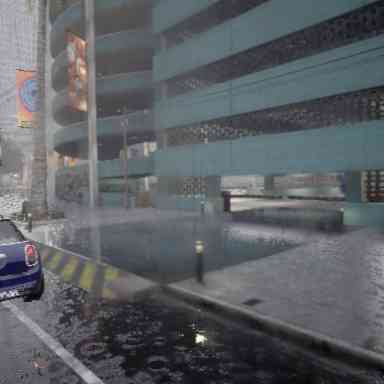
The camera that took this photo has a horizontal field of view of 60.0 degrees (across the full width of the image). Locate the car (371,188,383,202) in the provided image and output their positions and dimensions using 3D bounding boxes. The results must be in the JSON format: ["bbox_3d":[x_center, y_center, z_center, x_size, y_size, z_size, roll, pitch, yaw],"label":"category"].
[{"bbox_3d":[12.578,0.250,17.682,2.435,2.045,5.566,-3,3,-43],"label":"car"}]

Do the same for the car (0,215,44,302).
[{"bbox_3d":[-4.853,1.195,6.914,2.097,1.767,4.553,-3,3,-43],"label":"car"}]
